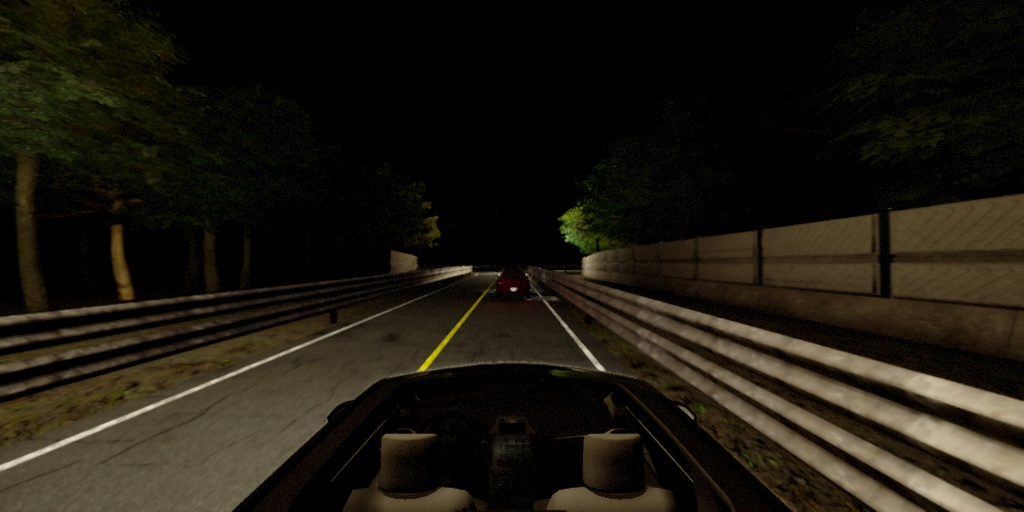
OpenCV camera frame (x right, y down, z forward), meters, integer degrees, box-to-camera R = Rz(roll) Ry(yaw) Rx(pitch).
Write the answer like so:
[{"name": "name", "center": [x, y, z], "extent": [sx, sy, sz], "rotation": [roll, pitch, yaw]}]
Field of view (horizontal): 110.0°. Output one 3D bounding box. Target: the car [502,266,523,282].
[{"name": "car", "center": [0.058, 1.811, 37.252], "extent": [2.033, 1.411, 5.357], "rotation": [1, -1, 0]}]

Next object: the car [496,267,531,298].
[{"name": "car", "center": [0.069, 1.527, 20.296], "extent": [1.812, 1.442, 4.674], "rotation": [0, -1, 0]}]
